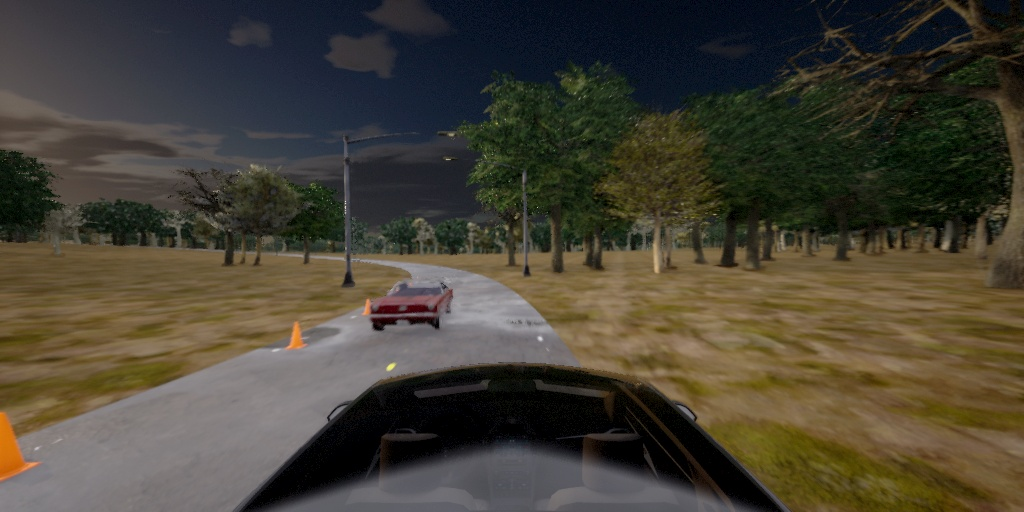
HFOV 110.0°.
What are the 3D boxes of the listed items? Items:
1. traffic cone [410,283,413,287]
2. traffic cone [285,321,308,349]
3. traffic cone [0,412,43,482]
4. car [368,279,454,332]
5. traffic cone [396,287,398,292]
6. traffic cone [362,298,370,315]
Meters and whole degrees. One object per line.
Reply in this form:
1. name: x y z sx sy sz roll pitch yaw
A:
1. traffic cone: -6.450 1.866 22.956 0.340 0.580 0.340 0 0 -9
2. traffic cone: -5.003 1.819 8.341 0.340 0.580 0.340 0 0 -2
3. traffic cone: -4.890 1.798 3.444 0.340 0.580 0.340 0 0 0
4. car: -2.995 1.440 11.533 1.895 1.301 4.718 -1 0 -4
5. traffic cone: -5.784 1.860 18.104 0.340 0.580 0.340 0 0 -7
6. traffic cone: -5.301 1.843 13.230 0.340 0.580 0.340 0 0 -5
